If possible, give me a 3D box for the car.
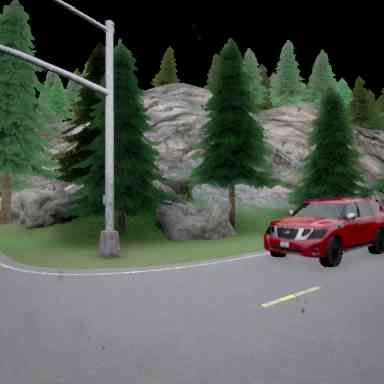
[{"bbox_3d":[4.948,1.226,11.836,5.566,2.045,2.150,0,0,-39],"label":"car"}]
